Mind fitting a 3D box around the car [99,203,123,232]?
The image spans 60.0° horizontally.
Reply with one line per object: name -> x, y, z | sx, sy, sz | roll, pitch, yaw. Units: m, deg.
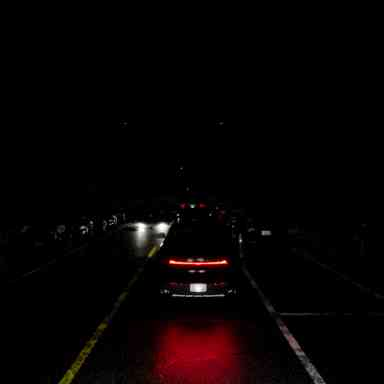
car -> -5.742, 1.564, 19.993 | 1.947, 1.339, 4.313 | -1, 0, 0

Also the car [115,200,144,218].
car -> -5.723, 1.544, 31.003 | 1.887, 1.381, 4.507 | -1, 0, 0

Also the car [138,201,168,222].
car -> -2.975, 1.477, 26.723 | 1.882, 1.535, 5.008 | 0, 0, 1

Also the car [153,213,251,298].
car -> 0.116, 1.503, 8.504 | 1.837, 1.490, 4.892 | 0, 0, 0

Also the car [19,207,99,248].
car -> -5.752, 1.438, 14.487 | 1.967, 1.590, 4.097 | -1, 0, 0

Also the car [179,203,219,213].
car -> 0.123, 1.546, 18.241 | 2.033, 1.411, 5.357 | 0, 0, 0

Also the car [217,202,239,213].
car -> 2.783, 1.543, 19.978 | 1.887, 1.381, 4.507 | -1, 0, 0

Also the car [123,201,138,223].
car -> -5.732, 1.550, 25.498 | 2.008, 1.369, 4.403 | -1, 0, 0

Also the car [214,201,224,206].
car -> 2.793, 1.544, 25.483 | 1.887, 1.381, 4.507 | -1, 0, 0

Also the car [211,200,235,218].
car -> 2.802, 1.544, 30.989 | 1.887, 1.381, 4.507 | -1, 0, 0

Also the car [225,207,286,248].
car -> 2.774, 1.564, 14.473 | 1.947, 1.339, 4.313 | -1, 0, 0

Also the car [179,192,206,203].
car -> 0.046, 1.221, 28.486 | 2.150, 2.045, 5.566 | 0, 0, 0
